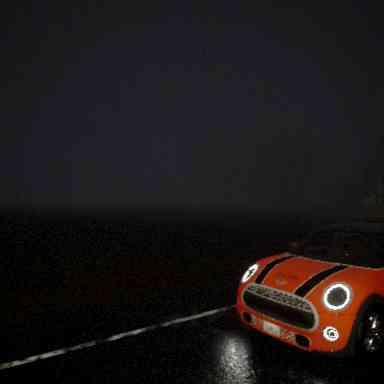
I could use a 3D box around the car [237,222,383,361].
[{"bbox_3d":[2.981,1.393,6.118,4.553,1.767,2.097,1,0,-35],"label":"car"}]
